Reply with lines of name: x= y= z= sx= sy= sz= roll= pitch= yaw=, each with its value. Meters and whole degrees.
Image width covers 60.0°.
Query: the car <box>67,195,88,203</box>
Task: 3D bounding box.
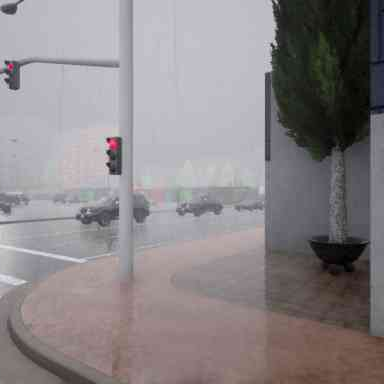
car: x=-21.340 y=1.364 z=62.113 sx=3.905 sy=1.438 sz=1.784 roll=0 pitch=0 yaw=35

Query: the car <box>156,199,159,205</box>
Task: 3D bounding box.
car: x=-7.087 y=1.395 z=52.017 sx=3.806 sy=1.475 sz=1.970 roll=0 pitch=0 yaw=35

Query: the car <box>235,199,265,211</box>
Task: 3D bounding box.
car: x=7.242 y=1.547 z=40.599 sx=2.033 sy=1.411 sz=5.357 roll=0 pitch=0 yaw=37

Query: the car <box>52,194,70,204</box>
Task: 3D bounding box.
car: x=-23.069 y=1.153 z=59.788 sx=4.605 sy=1.855 sz=1.932 roll=0 pitch=0 yaw=35

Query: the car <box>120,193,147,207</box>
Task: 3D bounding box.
car: x=-8.772 y=1.156 z=49.662 sx=3.866 sy=1.878 sz=1.905 roll=0 pitch=0 yaw=35

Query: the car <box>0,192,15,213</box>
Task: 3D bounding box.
car: x=-20.102 y=1.156 z=33.640 sx=3.866 sy=1.878 sz=1.905 roll=0 pitch=0 yaw=35

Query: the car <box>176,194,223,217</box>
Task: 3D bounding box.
car: x=0.841 y=1.221 z=32.086 sx=2.150 sy=2.045 sz=5.566 roll=0 pitch=0 yaw=37

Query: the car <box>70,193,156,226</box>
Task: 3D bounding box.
car: x=-5.430 y=1.221 z=23.684 sx=2.150 sy=2.045 sz=5.566 roll=0 pitch=0 yaw=36
